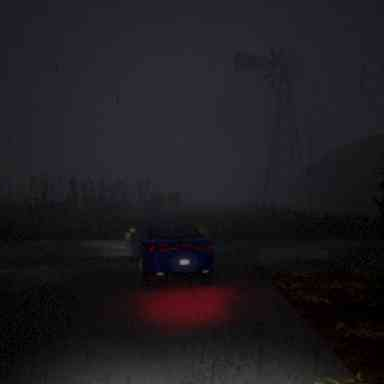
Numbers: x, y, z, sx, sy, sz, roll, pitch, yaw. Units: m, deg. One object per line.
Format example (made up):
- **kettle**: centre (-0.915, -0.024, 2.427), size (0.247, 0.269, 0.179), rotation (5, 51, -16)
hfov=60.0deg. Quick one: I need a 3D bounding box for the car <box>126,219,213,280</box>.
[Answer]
- **car**: centre (-0.875, 1.598, 10.579), size (1.882, 1.535, 5.008), rotation (1, -1, -16)
